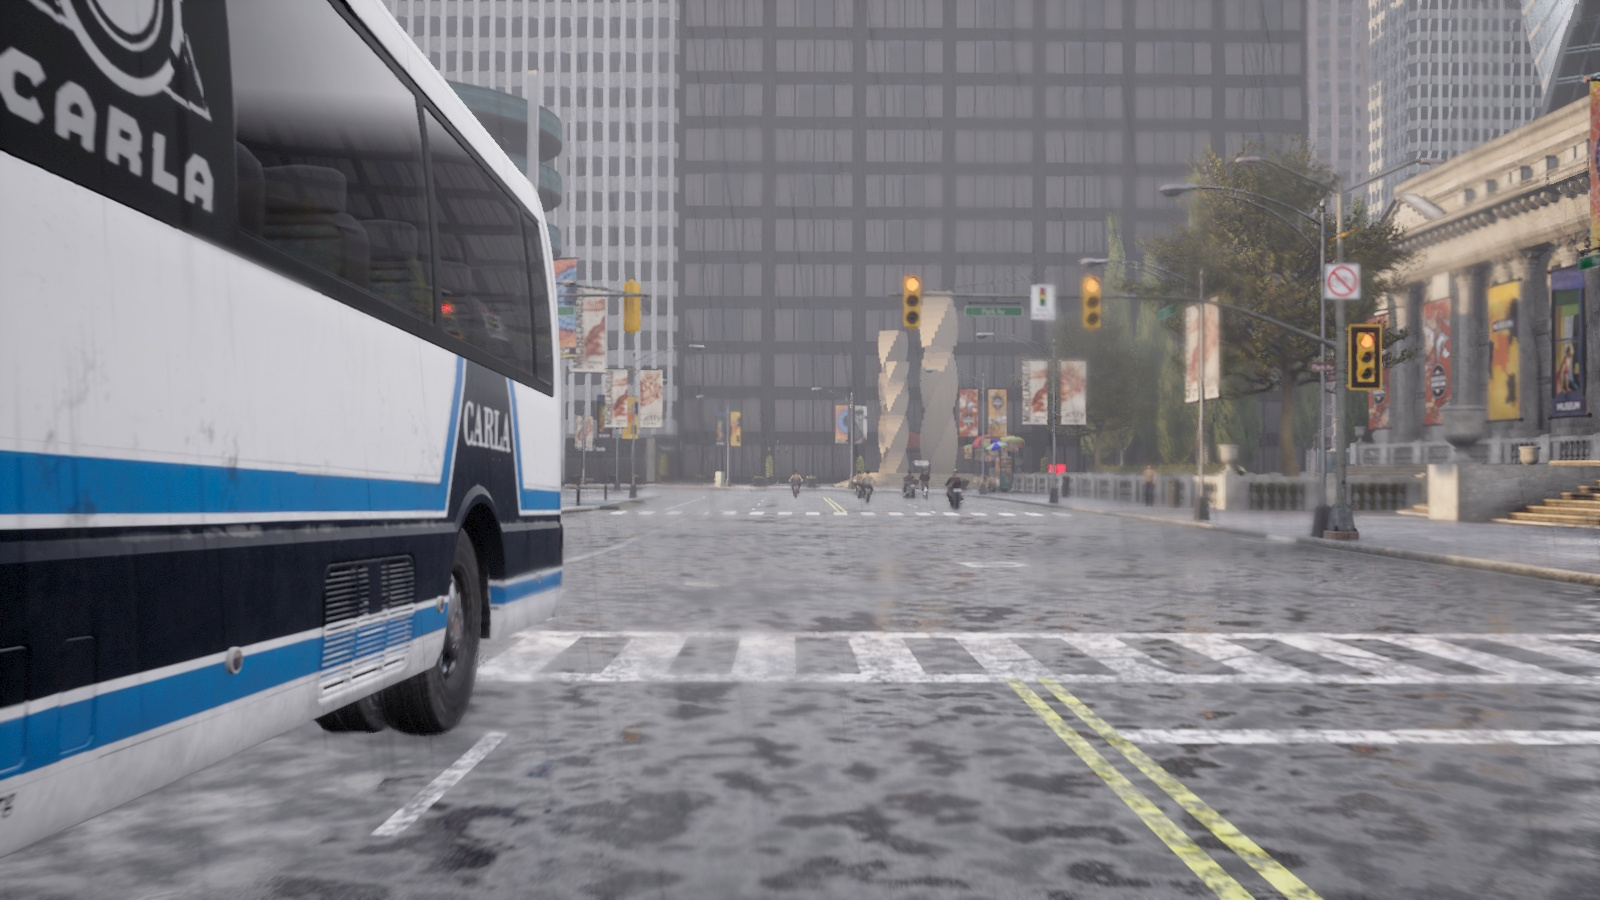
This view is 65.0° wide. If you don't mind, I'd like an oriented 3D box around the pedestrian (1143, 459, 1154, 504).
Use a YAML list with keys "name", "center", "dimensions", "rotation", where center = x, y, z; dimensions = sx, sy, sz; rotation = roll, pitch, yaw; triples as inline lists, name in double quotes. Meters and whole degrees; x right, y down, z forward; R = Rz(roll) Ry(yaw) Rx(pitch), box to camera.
- name: "pedestrian"
  center: [14.251, 1.285, 51.301]
  dimensions: [0.345, 1.836, 0.594]
  rotation: [-1, -1, 23]

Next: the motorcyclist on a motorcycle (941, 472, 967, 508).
- name: "motorcyclist on a motorcycle"
  center: [6.863, 1.771, 55.927]
  dimensions: [0.866, 1.530, 2.191]
  rotation: [0, -1, 0]

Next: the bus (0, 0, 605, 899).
- name: "bus"
  center: [-3.518, -0.464, 4.869]
  dimensions: [3.944, 4.253, 10.273]
  rotation: [0, -3, 0]
